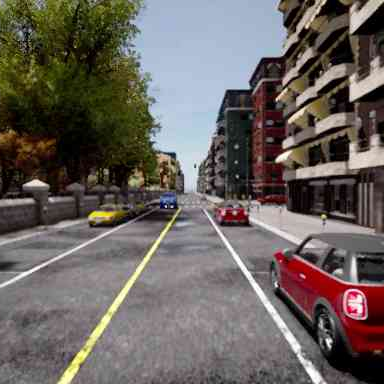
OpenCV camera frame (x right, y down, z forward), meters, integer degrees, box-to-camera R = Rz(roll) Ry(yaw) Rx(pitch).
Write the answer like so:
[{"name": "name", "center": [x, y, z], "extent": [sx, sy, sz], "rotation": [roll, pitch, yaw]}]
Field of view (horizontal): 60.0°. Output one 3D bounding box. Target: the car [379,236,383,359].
[{"name": "car", "center": [2.688, 1.314, 0.284], "extent": [2.192, 1.841, 5.009], "rotation": [0, 0, 0]}]

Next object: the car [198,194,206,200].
[{"name": "car", "center": [2.685, 1.327, 88.704], "extent": [1.887, 1.381, 4.507], "rotation": [0, 0, 0]}]

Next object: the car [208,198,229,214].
[{"name": "car", "center": [2.687, 1.424, 34.238], "extent": [1.752, 1.417, 4.829], "rotation": [0, 0, 0]}]

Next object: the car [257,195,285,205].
[{"name": "car", "center": [14.614, 1.424, 61.061], "extent": [5.009, 1.841, 2.192], "rotation": [1, -1, 0]}]

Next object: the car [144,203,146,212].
[{"name": "car", "center": [-5.693, 1.425, 33.897], "extent": [1.752, 1.417, 4.829], "rotation": [0, 0, 0]}]

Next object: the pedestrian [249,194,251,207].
[{"name": "pedestrian", "center": [8.134, 1.240, 46.853], "extent": [0.375, 1.860, 0.375], "rotation": [0, 0, 0]}]

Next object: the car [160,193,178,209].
[{"name": "car", "center": [-3.006, 1.095, 44.221], "extent": [2.150, 2.045, 5.566], "rotation": [0, 0, 0]}]

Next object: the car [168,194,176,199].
[{"name": "car", "center": [-5.695, 1.318, 94.239], "extent": [1.887, 1.381, 4.507], "rotation": [0, 0, 0]}]

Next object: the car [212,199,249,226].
[{"name": "car", "center": [2.687, 1.369, 22.806], "extent": [1.967, 1.590, 4.097], "rotation": [0, 0, 0]}]

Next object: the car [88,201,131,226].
[{"name": "car", "center": [-5.692, 1.454, 22.636], "extent": [1.752, 1.417, 4.829], "rotation": [0, 0, 0]}]

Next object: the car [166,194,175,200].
[{"name": "car", "center": [-5.696, 1.223, 88.703], "extent": [1.967, 1.590, 4.097], "rotation": [0, 0, 0]}]

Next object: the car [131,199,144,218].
[{"name": "car", "center": [-5.692, 1.464, 28.436], "extent": [2.008, 1.369, 4.403], "rotation": [0, 0, 0]}]

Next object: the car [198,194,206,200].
[{"name": "car", "center": [2.685, 1.317, 83.339], "extent": [1.752, 1.417, 4.829], "rotation": [0, 0, 0]}]

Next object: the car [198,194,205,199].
[{"name": "car", "center": [2.685, 1.324, 94.240], "extent": [2.008, 1.369, 4.403], "rotation": [0, 0, 0]}]

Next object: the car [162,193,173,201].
[{"name": "car", "center": [-5.696, 1.117, 77.633], "extent": [2.192, 1.841, 5.009], "rotation": [0, 0, 0]}]

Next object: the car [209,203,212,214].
[{"name": "car", "center": [2.688, 1.479, 28.437], "extent": [1.947, 1.339, 4.313], "rotation": [0, 0, 0]}]

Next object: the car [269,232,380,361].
[{"name": "car", "center": [2.688, 1.420, 5.916], "extent": [1.967, 1.590, 4.097], "rotation": [0, 0, 0]}]

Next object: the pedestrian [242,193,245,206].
[{"name": "pedestrian", "center": [7.134, 1.086, 46.253], "extent": [0.375, 1.860, 0.375], "rotation": [0, 0, 0]}]

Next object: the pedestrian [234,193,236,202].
[{"name": "pedestrian", "center": [6.134, 1.011, 47.452], "extent": [0.375, 1.860, 0.375], "rotation": [0, 0, 0]}]
